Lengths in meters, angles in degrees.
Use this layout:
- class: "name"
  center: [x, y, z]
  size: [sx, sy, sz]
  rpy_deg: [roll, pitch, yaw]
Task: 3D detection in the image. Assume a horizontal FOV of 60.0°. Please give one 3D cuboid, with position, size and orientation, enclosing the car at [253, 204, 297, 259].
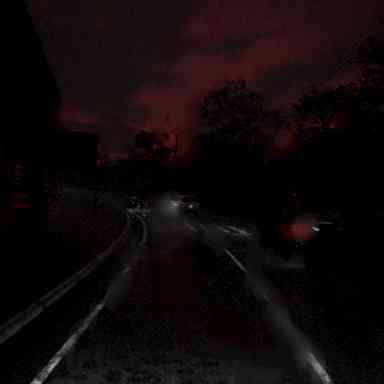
- class: "car"
  center: [4.246, 1.517, 14.056]
  size: [2.150, 2.045, 5.566]
  rpy_deg: [2, 0, -4]

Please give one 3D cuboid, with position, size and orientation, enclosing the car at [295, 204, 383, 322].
- class: "car"
  center: [4.517, 1.474, 7.895]
  size: [2.150, 2.045, 5.566]
  rpy_deg: [2, -1, -1]

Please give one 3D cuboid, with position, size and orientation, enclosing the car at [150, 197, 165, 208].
- class: "car"
  center: [-4.682, 1.392, 45.236]
  size: [2.033, 1.411, 5.357]
  rpy_deg: [4, 1, -24]

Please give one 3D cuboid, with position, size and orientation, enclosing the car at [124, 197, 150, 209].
- class: "car"
  center: [-7.141, 1.320, 41.671]
  size: [1.895, 1.301, 4.718]
  rpy_deg: [3, 1, -23]

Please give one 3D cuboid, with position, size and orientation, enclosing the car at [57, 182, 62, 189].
- class: "car"
  center: [-32.395, -1.903, 78.518]
  size: [2.097, 1.767, 4.553]
  rpy_deg: [5, 1, -42]

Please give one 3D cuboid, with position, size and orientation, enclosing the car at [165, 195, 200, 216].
- class: "car"
  center: [-0.873, 1.354, 34.464]
  size: [2.150, 2.045, 5.566]
  rpy_deg: [3, 0, -17]
